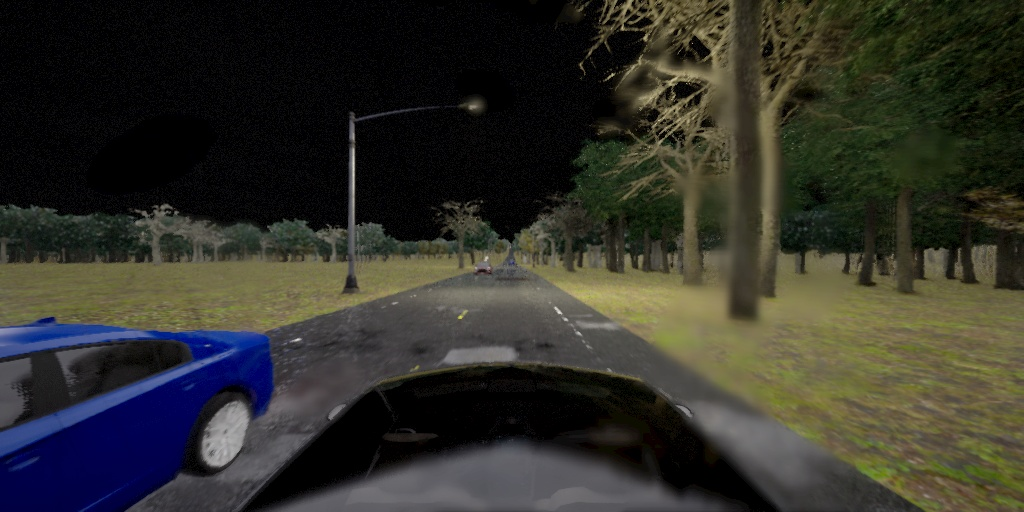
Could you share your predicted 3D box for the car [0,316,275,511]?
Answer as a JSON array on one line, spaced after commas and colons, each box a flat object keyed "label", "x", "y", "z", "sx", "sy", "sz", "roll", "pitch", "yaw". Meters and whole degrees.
[{"label": "car", "x": -3.599, "y": 1.230, "z": 1.933, "sx": 1.882, "sy": 1.535, "sz": 5.008, "roll": 0, "pitch": 0, "yaw": 0}]

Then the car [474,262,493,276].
[{"label": "car", "x": -3.555, "y": 1.512, "z": 45.069, "sx": 2.097, "sy": 1.767, "sz": 4.553, "roll": 0, "pitch": -1, "yaw": 0}]
